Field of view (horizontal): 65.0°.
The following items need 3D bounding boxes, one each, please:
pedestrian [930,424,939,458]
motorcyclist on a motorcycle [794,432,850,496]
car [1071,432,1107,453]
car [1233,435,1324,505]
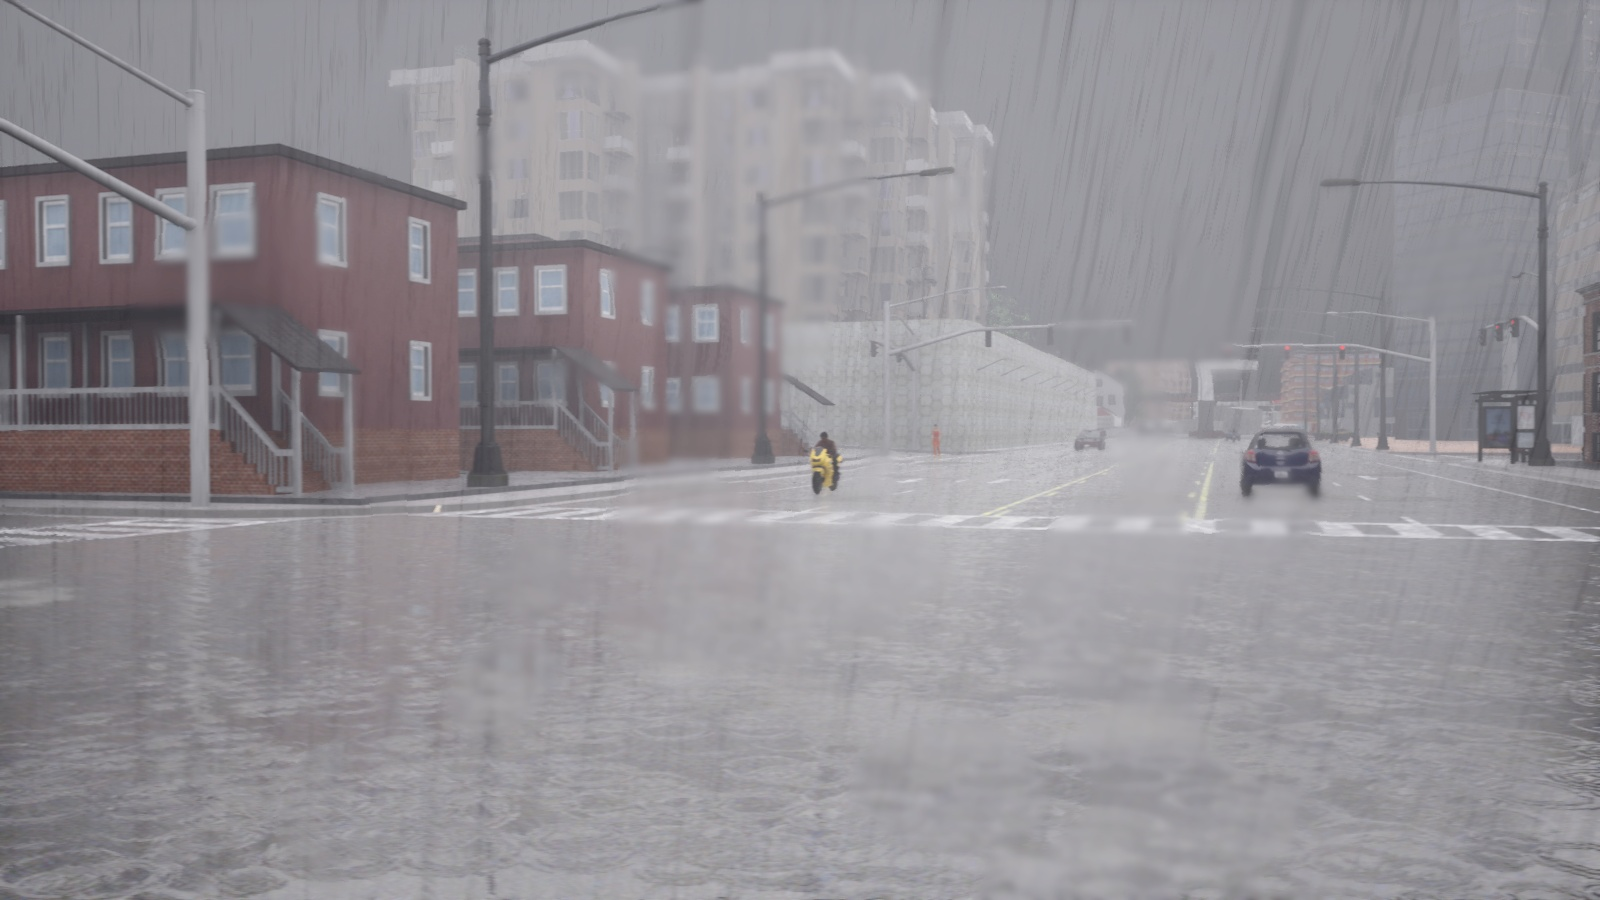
[{"bbox_3d":[7.319,-0.482,68.148,0.345,1.836,0.594,1,1,19],"label":"pedestrian"},{"bbox_3d":[0.560,0.316,30.917,0.797,1.523,2.044,1,1,19],"label":"motorcyclist on a motorcycle"},{"bbox_3d":[21.483,-0.584,93.139,2.163,1.488,4.792,1,1,19],"label":"car"},{"bbox_3d":[11.119,0.412,29.377,1.845,1.501,3.633,1,1,19],"label":"car"}]
